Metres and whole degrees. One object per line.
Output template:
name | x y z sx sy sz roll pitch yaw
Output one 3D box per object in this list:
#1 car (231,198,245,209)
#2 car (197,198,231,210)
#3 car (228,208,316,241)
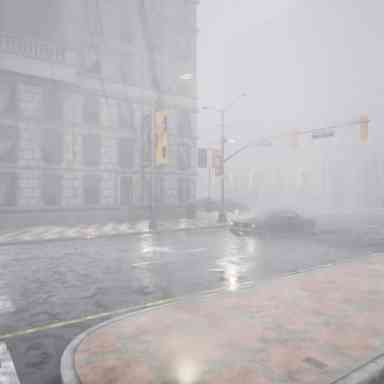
car | 5.068 1.526 44.597 1.812 1.442 4.674 0 0 -36
car | 2.205 1.491 42.583 2.128 1.511 4.902 0 0 -36
car | 4.078 1.601 16.718 4.718 1.301 1.895 0 0 -35
